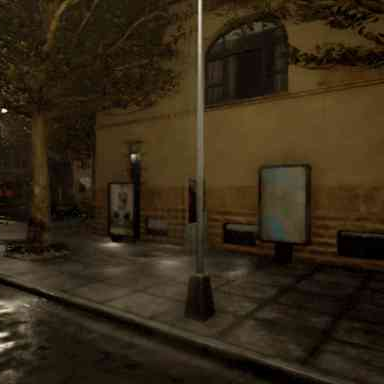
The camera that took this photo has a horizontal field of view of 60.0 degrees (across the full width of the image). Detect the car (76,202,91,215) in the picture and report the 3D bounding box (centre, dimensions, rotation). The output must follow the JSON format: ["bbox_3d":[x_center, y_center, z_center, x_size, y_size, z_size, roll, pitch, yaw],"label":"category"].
[{"bbox_3d":[-9.910,1.338,37.157,1.882,1.535,5.008,0,0,36],"label":"car"}]
